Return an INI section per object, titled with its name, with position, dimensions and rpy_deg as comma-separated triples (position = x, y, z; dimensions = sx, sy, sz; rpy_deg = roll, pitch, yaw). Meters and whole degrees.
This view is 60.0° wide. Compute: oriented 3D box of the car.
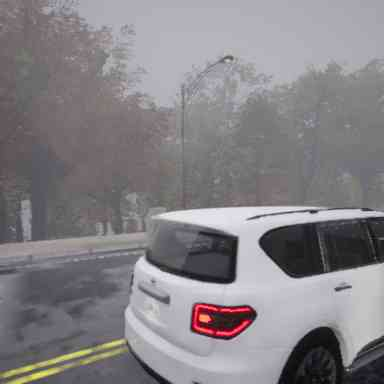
[car]
position = 1.829, 1.198, 4.815
dimensions = 5.566, 2.045, 2.150
rpy_deg = -1, 0, -34
